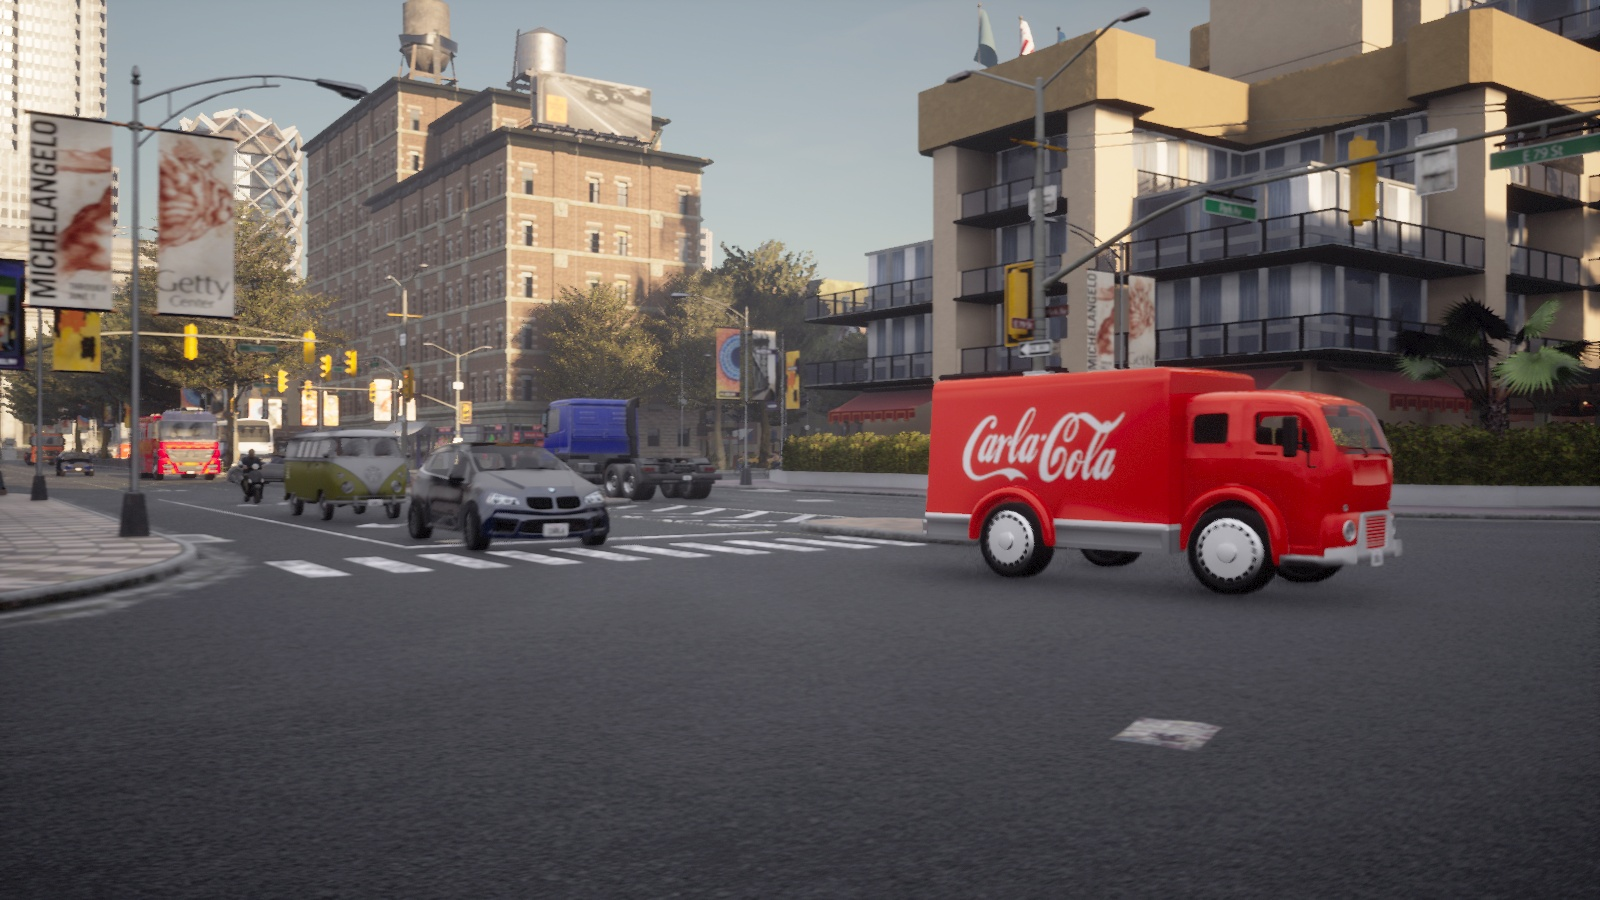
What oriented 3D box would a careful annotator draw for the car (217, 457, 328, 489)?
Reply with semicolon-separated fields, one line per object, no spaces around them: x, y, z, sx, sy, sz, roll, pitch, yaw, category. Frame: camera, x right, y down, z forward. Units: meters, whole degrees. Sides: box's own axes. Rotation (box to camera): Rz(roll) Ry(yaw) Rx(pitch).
-23.568;0.996;56.190;4.181;1.385;1.994;0;0;12;car

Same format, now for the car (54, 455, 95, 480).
-43.694;1.036;75.568;1.816;1.474;4.193;0;0;-35;car

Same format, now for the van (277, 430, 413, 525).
-10.423;0.591;28.564;1.775;1.987;4.442;0;0;-35;van

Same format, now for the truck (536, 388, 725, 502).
-5.836;-0.124;41.984;2.891;3.462;7.936;0;0;-35;truck

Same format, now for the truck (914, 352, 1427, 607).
4.214;0.286;14.916;5.204;2.467;2.627;0;0;45;truck

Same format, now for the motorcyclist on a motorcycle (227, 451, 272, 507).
-15.951;0.821;36.369;0.866;1.590;1.817;0;0;-35;motorcyclist on a motorcycle

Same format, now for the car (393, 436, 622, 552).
-4.945;0.652;20.723;2.242;1.667;4.611;0;0;-33;car

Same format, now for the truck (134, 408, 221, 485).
-33.161;-0.187;66.718;2.891;3.827;8.468;0;0;-35;truck
